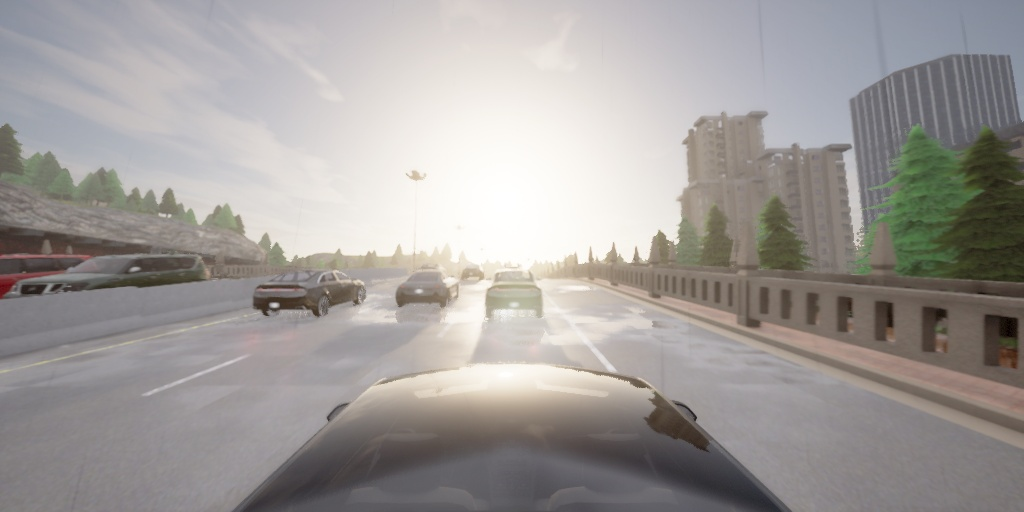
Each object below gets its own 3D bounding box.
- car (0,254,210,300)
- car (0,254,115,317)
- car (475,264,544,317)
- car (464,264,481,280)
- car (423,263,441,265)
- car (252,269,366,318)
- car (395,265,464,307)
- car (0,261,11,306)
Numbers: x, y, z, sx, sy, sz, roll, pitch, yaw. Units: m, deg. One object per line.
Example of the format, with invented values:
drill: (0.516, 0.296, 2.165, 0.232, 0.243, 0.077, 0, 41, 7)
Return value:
car: (-14.136, 0.949, 13.218, 2.150, 2.045, 5.566, 0, 0, 0)
car: (-17.634, 0.958, 12.176, 2.150, 2.045, 5.566, 0, 0, 0)
car: (0.062, 1.200, 12.877, 2.128, 1.511, 4.902, 0, 0, 0)
car: (-3.516, 1.460, 33.024, 1.812, 1.442, 4.674, 0, -2, 0)
car: (-7.012, 1.385, 31.885, 2.128, 1.511, 4.902, 0, -2, 0)
car: (-6.938, 1.211, 12.882, 2.128, 1.511, 4.902, 0, 0, 0)
car: (-3.448, 1.268, 15.283, 1.994, 1.385, 4.181, 0, 0, 0)
car: (-21.130, 1.097, 12.092, 2.097, 1.767, 4.553, 0, 0, 0)
